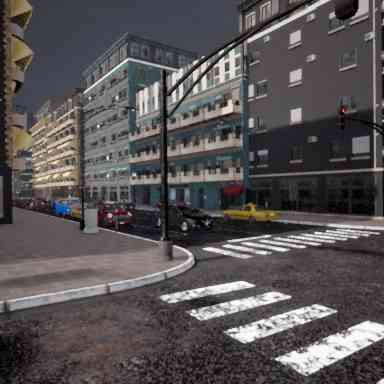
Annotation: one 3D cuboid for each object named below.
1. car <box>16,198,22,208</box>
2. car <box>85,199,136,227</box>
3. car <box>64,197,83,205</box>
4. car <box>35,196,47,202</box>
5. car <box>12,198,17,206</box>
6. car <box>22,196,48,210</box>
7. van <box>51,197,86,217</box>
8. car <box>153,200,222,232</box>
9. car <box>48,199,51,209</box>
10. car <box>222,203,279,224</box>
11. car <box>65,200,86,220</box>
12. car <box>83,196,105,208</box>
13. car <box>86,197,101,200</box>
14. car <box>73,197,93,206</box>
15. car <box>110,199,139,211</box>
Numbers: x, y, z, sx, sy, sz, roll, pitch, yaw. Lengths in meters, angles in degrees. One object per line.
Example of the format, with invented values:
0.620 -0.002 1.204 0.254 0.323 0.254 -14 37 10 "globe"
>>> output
-25.133 1.769 50.954 1.947 1.339 4.313 -1 1 -35 "car"
-5.851 1.551 23.921 1.967 1.590 4.097 -1 1 -35 "car"
-21.525 1.643 60.325 2.008 1.369 4.403 -1 1 -35 "car"
-37.595 1.726 82.852 1.887 1.381 4.507 -1 1 -35 "car"
-31.561 1.782 59.965 1.887 1.381 4.507 -1 1 -35 "car"
-21.921 1.627 46.447 1.967 1.590 4.097 -1 1 -35 "car"
-12.280 1.482 32.930 1.690 1.788 3.998 -1 1 -35 "van"
-0.561 1.560 20.968 1.837 1.490 4.892 -1 1 -35 "car"
-20.487 1.704 49.073 2.033 1.411 5.357 -1 0 -35 "car"
4.087 1.495 24.420 1.752 1.417 4.829 -1 1 -35 "car"
-8.965 1.651 28.288 1.752 1.417 4.829 -1 1 -35 "car"
-15.099 1.499 51.313 1.967 1.590 4.097 -1 1 -35 "car"
-10.816 1.596 35.355 2.128 1.511 4.902 -1 0 -35 "car"
-18.311 1.641 55.819 1.947 1.339 4.313 -1 1 -35 "car"
-8.669 1.579 42.303 2.008 1.369 4.403 -1 1 -35 "car"
